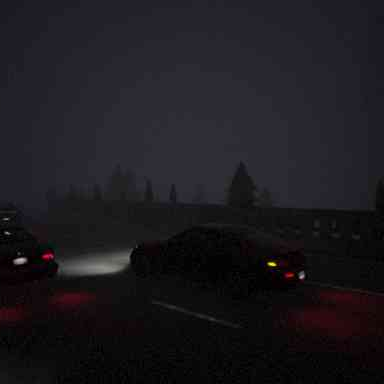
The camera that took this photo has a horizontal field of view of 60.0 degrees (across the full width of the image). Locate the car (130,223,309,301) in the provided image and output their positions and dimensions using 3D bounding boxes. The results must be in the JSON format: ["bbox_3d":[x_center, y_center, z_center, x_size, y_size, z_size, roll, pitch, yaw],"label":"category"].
[{"bbox_3d":[0.476,1.508,8.280,4.674,1.442,1.812,1,0,39],"label":"car"}]

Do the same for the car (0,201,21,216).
[{"bbox_3d":[-12.069,1.335,20.769,2.128,1.511,4.902,0,0,-40],"label":"car"}]

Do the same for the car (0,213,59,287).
[{"bbox_3d":[-5.458,1.480,8.676,5.357,1.411,2.033,1,0,42],"label":"car"}]
